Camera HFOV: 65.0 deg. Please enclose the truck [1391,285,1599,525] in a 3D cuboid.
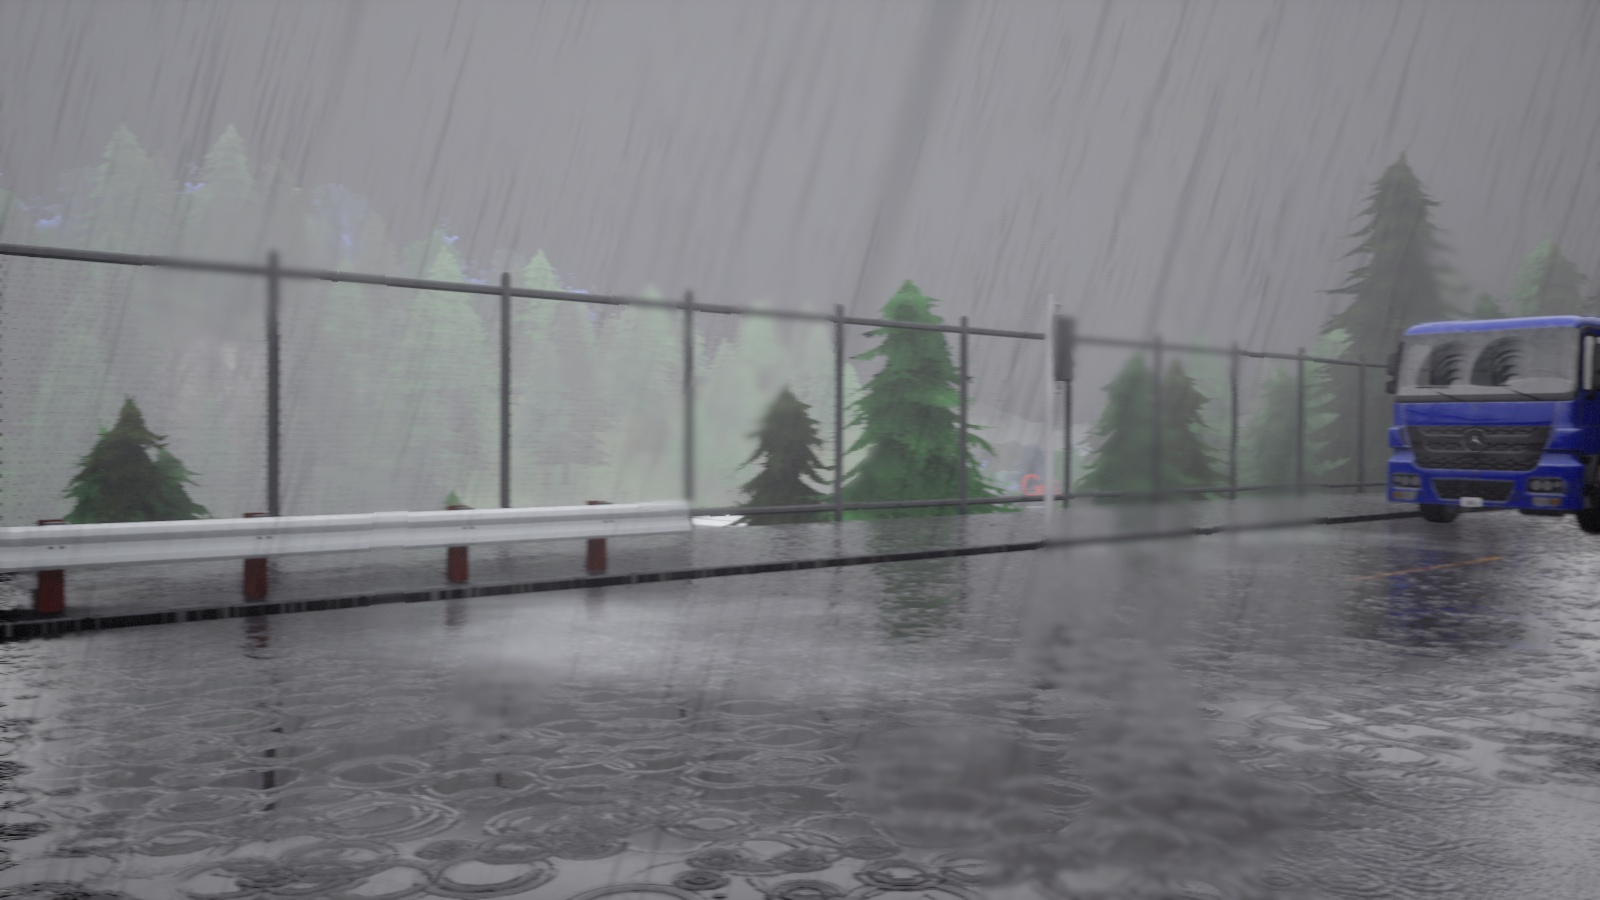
[{"bbox_3d":[13.610,-0.726,21.784,7.936,3.462,2.891,-1,1,-39],"label":"truck"}]
